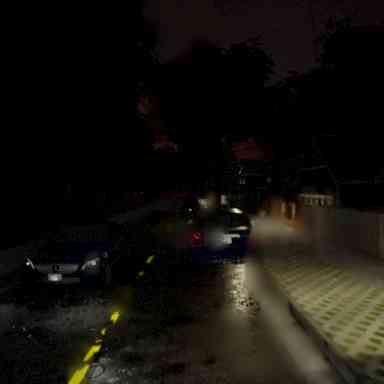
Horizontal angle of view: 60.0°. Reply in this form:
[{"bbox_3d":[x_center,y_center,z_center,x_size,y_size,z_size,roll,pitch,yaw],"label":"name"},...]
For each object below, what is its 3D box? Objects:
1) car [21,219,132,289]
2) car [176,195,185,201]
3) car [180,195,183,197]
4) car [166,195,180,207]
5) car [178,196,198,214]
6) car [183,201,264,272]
[{"bbox_3d":[-2.857,1.516,9.233,1.812,1.442,4.674,0,0,0],"label":"car"},{"bbox_3d":[-2.953,1.471,84.972,2.033,1.411,5.357,0,0,0],"label":"car"},{"bbox_3d":[-0.252,1.335,48.185,2.097,1.767,4.553,0,0,2],"label":"car"},{"bbox_3d":[-2.952,1.503,52.424,1.812,1.442,4.674,0,0,0],"label":"car"},{"bbox_3d":[-0.117,1.497,35.252,1.837,1.490,4.892,0,1,1],"label":"car"},{"bbox_3d":[0.904,1.308,10.967,2.097,1.767,4.553,-2,0,0],"label":"car"}]
